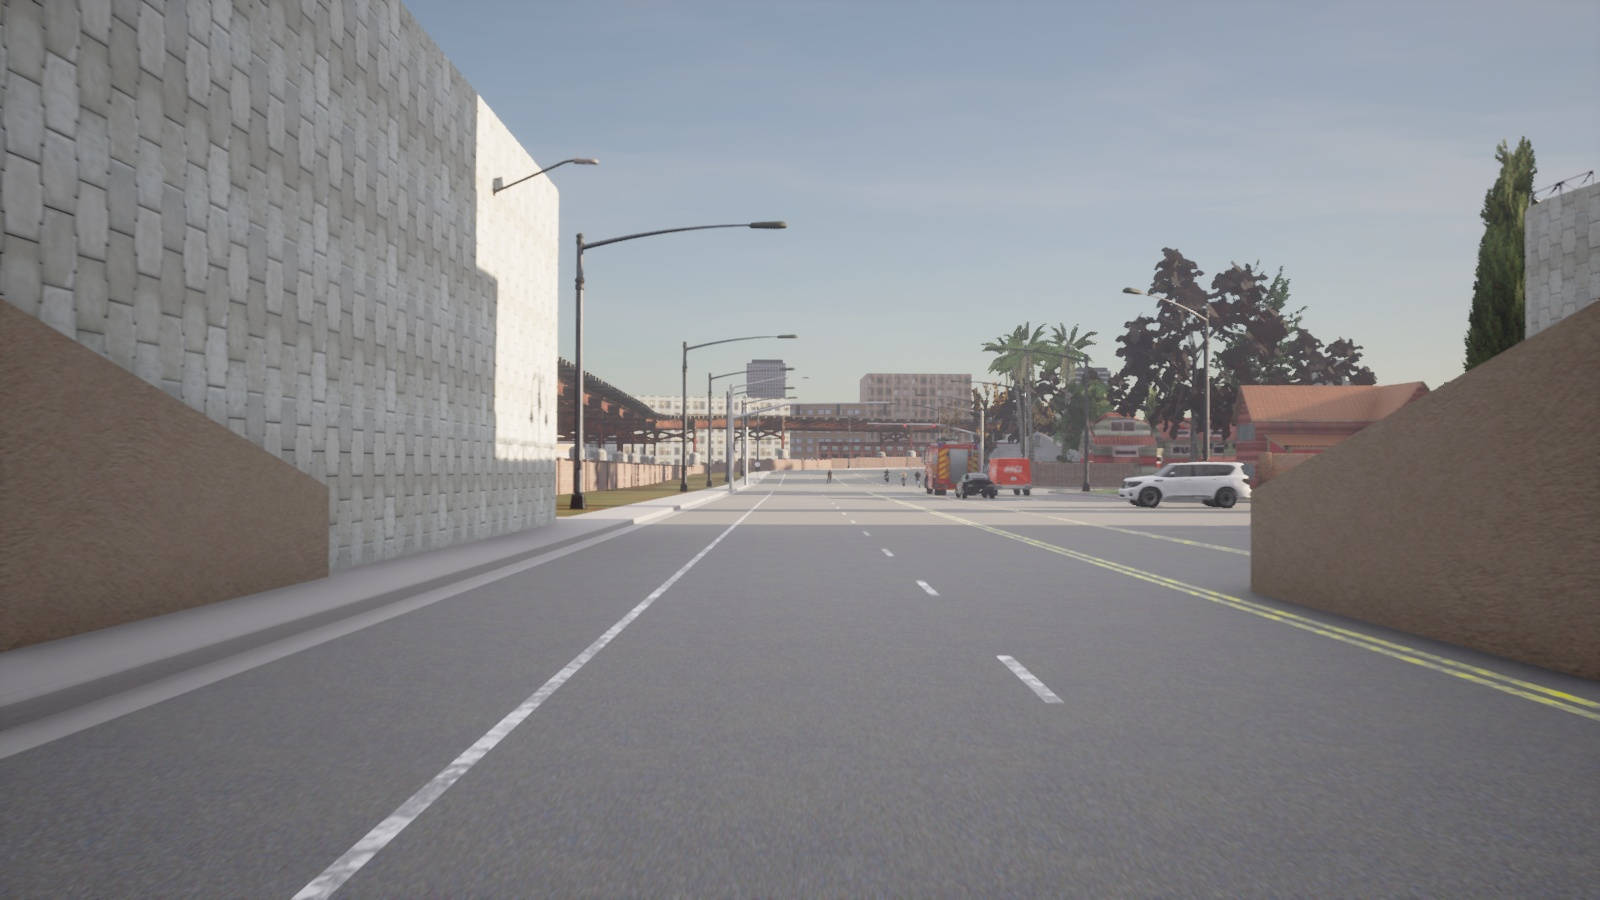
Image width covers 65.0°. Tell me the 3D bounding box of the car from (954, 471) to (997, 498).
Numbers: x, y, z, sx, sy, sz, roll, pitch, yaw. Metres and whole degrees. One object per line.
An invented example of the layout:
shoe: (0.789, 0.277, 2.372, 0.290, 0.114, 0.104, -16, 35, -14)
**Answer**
car: (10.306, 2.020, 74.131, 1.837, 1.490, 4.892, 0, -1, 0)

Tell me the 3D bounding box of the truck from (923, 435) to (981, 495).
truck: (10.277, 1.044, 85.751, 2.891, 3.827, 8.468, 0, -1, 0)

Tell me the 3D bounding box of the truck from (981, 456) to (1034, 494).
truck: (13.784, 1.674, 83.734, 2.627, 2.467, 5.204, 0, -1, 0)

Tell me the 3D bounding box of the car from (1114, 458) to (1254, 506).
car: (16.961, 1.397, 55.651, 5.566, 2.045, 2.150, 0, -1, 2)
